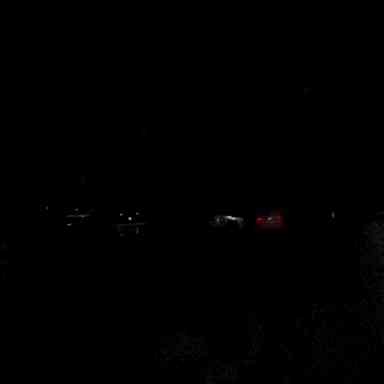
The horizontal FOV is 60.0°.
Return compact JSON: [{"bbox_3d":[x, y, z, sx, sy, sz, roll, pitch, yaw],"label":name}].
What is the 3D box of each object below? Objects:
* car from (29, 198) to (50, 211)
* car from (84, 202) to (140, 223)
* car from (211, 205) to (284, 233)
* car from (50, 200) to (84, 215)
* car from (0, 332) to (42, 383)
[{"bbox_3d":[-18.663,1.481,41.110,2.033,1.411,5.357,-1,0,-39],"label":"car"},{"bbox_3d":[-5.980,1.473,25.280,2.033,1.411,5.357,-1,0,-39],"label":"car"},{"bbox_3d":[3.006,1.445,19.179,2.033,1.411,5.357,0,0,-23],"label":"car"},{"bbox_3d":[-12.186,1.493,33.011,1.994,1.385,4.181,-1,0,-39],"label":"car"},{"bbox_3d":[-3.366,1.506,1.557,4.902,1.511,2.128,-1,0,-38],"label":"car"}]
